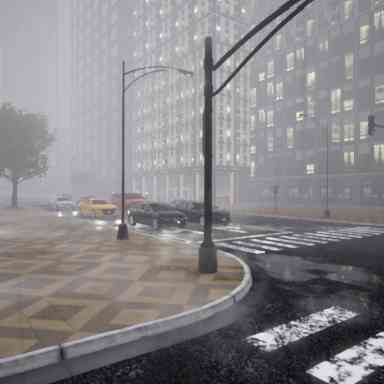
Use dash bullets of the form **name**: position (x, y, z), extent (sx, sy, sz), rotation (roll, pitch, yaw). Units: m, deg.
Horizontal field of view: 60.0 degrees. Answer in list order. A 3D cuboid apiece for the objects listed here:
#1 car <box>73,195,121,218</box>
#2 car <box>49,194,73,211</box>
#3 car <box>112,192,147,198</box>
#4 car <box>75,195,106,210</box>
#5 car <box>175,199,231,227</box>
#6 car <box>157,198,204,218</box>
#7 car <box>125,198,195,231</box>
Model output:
- **car**: position (-7.808, 1.254, 27.371), extent (1.882, 1.535, 5.008), rotation (0, 0, -37)
- **car**: position (-13.932, 1.216, 35.605), extent (1.812, 1.442, 4.674), rotation (0, 0, -37)
- **car**: position (-5.514, 1.008, 29.726), extent (2.150, 2.045, 5.566), rotation (0, 0, -37)
- **car**: position (-11.679, 1.177, 38.024), extent (1.882, 1.535, 5.008), rotation (0, 0, -37)
- **car**: position (0.421, 1.344, 21.763), extent (1.882, 1.535, 5.008), rotation (0, 0, -37)
- **car**: position (-1.082, 1.350, 29.546), extent (1.812, 1.442, 4.674), rotation (0, 0, -37)
- **car**: position (-2.153, 1.357, 19.777), extent (1.837, 1.490, 4.892), rotation (0, 0, -37)
